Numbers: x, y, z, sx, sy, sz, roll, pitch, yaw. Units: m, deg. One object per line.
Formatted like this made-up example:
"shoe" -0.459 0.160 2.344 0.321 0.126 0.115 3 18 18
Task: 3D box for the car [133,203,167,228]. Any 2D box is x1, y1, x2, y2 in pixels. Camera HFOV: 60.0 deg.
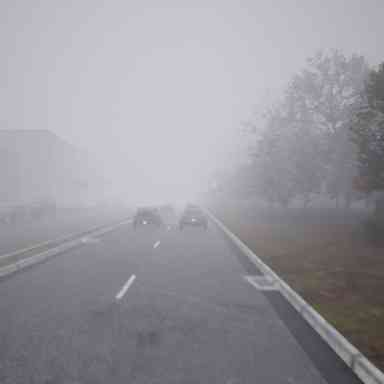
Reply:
"car" -3.158 1.808 24.668 1.837 1.490 4.892 0 0 0

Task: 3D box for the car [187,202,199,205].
"car" 0.088 1.990 42.067 1.882 1.535 5.008 0 0 0

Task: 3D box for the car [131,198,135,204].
"car" -15.292 2.369 76.802 2.231 1.521 4.892 0 -1 0

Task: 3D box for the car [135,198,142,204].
"car" -15.344 2.499 87.659 1.946 1.575 5.366 0 -1 0

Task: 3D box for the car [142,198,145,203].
"car" -15.368 2.448 93.403 2.185 1.767 4.553 0 -1 0

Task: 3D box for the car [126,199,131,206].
"car" -15.268 2.301 71.276 2.231 1.521 4.892 0 -1 0

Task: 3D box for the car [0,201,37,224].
"car" -15.058 1.755 27.081 2.231 1.521 4.892 0 -1 0

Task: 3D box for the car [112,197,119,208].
"car" -15.213 2.157 59.911 1.946 1.575 5.366 0 -1 0

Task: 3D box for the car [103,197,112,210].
"car" -15.188 1.968 54.605 2.185 1.767 4.553 0 -1 0

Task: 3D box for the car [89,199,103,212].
"car" -15.161 2.020 48.862 1.946 1.575 5.366 0 -1 0

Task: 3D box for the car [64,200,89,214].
"car" -15.184 1.939 41.990 2.231 1.521 4.892 0 -1 0

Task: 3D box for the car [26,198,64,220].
"car" -15.084 1.571 32.574 2.435 2.045 5.566 0 -1 0

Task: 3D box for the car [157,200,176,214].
"car" -3.164 2.038 42.159 1.812 1.442 4.674 0 -1 0

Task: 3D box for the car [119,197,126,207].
"car" -15.239 1.978 65.596 2.435 2.045 5.566 0 -1 0

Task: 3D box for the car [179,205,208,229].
"car" 0.093 1.859 24.158 1.994 1.385 4.181 0 -1 0
